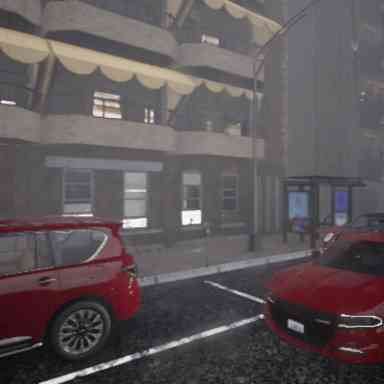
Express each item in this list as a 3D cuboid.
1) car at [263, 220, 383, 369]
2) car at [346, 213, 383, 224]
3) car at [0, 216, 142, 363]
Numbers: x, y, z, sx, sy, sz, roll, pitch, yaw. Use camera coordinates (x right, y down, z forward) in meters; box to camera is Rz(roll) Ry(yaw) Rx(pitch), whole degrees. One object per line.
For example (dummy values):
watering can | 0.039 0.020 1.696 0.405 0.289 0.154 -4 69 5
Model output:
car | 3.385 1.475 5.790 5.008 1.535 1.882 0 0 -35
car | 6.109 1.435 10.913 4.097 1.590 1.967 0 0 -35
car | -3.092 1.316 4.356 5.009 1.841 2.192 0 0 -35
